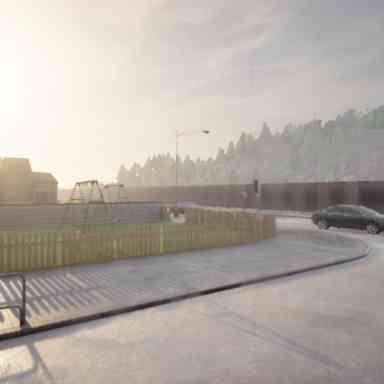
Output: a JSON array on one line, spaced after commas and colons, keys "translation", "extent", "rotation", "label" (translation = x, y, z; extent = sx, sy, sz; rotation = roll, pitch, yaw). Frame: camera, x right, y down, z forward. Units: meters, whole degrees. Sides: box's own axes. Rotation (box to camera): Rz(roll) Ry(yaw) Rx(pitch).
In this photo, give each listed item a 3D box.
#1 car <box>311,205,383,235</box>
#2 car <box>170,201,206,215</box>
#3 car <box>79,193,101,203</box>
[{"translation": [9.235, 1.512, 18.975], "extent": [1.837, 1.490, 4.892], "rotation": [0, 0, -35], "label": "car"}, {"translation": [-0.459, 1.569, 32.574], "extent": [1.994, 1.385, 4.181], "rotation": [0, 0, -36], "label": "car"}, {"translation": [-17.276, 1.229, 56.161], "extent": [2.150, 2.045, 5.566], "rotation": [0, 0, -36], "label": "car"}]
